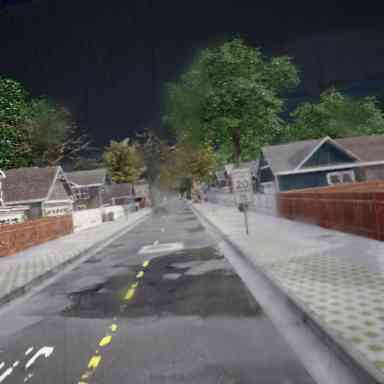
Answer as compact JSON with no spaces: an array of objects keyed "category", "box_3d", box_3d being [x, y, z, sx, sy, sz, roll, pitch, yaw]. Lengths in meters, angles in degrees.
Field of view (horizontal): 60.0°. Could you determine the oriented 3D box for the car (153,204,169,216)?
[{"category":"car","box_3d":[-4.066,2.266,43.589,1.895,1.301,4.718,-6,0,-2]}]
